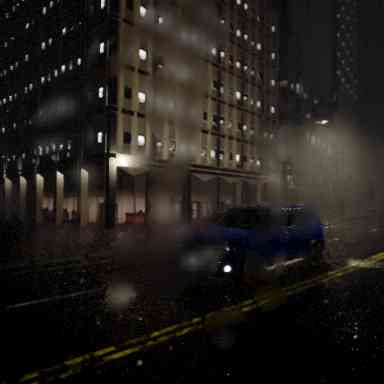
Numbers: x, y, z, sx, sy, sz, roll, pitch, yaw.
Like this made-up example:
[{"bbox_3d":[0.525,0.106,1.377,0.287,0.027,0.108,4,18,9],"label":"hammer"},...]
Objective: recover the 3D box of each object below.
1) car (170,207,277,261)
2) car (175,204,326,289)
[{"bbox_3d":[1.475,1.599,14.183,4.553,1.767,2.097,1,-1,-44],"label":"car"},{"bbox_3d":[2.042,1.400,10.206,5.566,2.045,2.150,1,-1,-43],"label":"car"}]
